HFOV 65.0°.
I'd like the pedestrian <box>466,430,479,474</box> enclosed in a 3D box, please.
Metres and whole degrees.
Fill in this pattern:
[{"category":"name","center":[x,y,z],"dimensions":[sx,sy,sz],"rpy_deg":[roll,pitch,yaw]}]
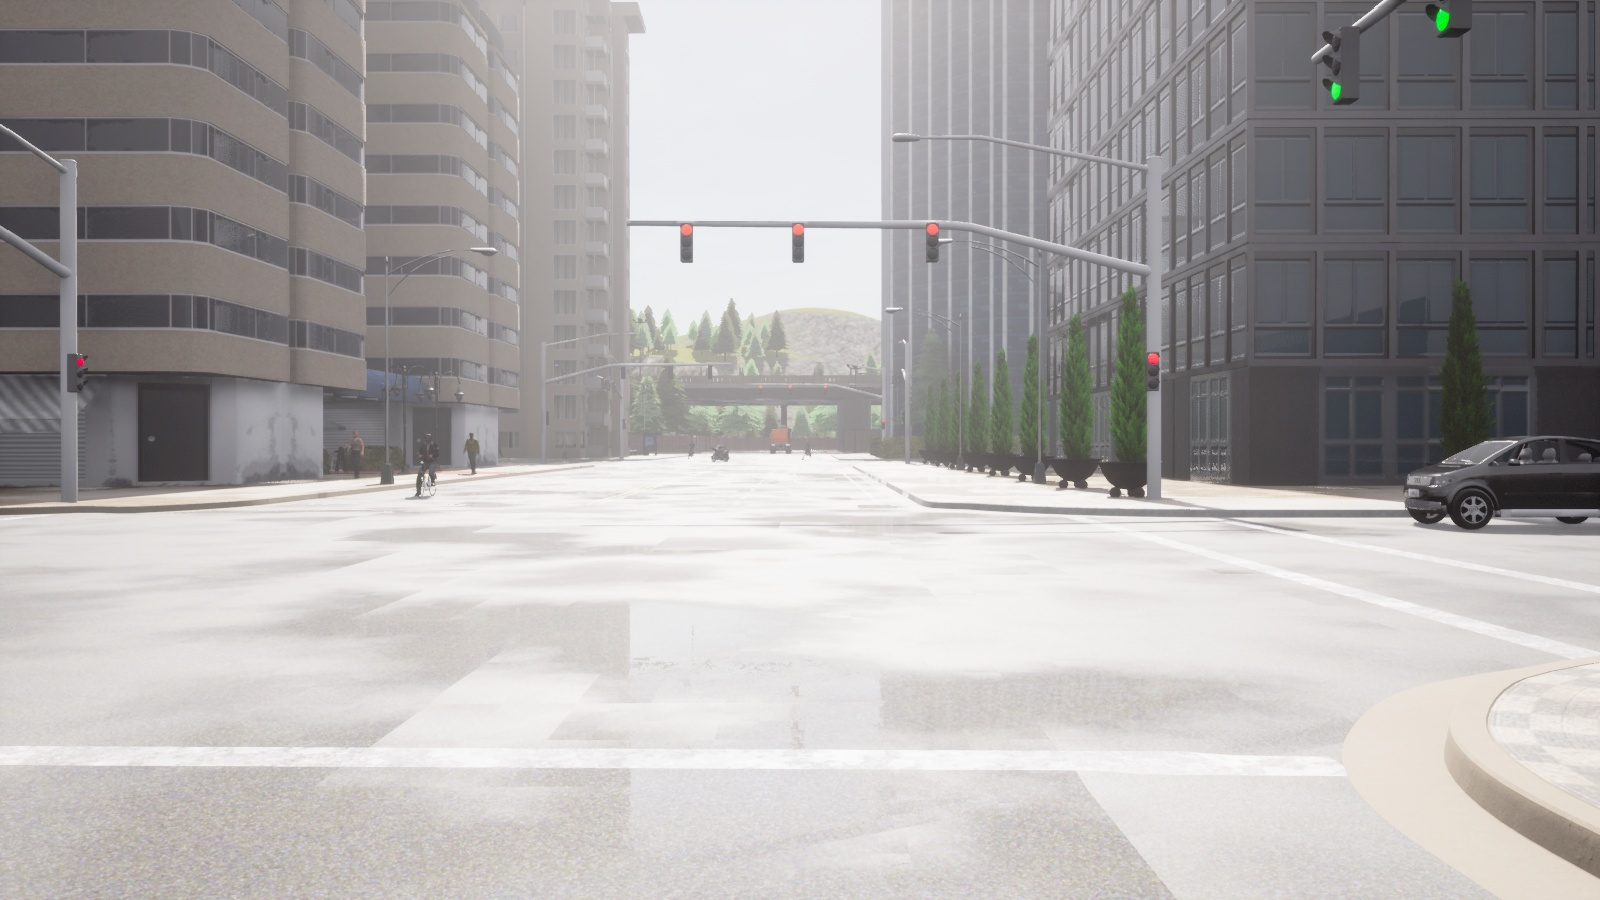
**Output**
[{"category":"pedestrian","center":[-13.743,0.089,52.672],"dimensions":[0.370,1.835,0.726],"rpy_deg":[0,0,-1]}]

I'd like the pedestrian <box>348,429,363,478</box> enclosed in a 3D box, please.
[{"category":"pedestrian","center":[-16.676,0.125,47.118],"dimensions":[0.345,1.836,0.594],"rpy_deg":[0,0,4]}]

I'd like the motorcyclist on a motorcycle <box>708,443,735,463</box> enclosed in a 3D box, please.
[{"category":"motorcyclist on a motorcycle","center":[-6.102,0.225,97.762],"dimensions":[0.866,1.530,2.191],"rpy_deg":[0,0,35]}]

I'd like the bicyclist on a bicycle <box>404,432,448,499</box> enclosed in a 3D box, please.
[{"category":"bicyclist on a bicycle","center":[-10.291,0.413,34.589],"dimensions":[0.659,1.776,1.843],"rpy_deg":[0,0,0]}]

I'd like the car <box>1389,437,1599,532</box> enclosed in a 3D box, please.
[{"category":"car","center":[12.269,0.559,21.319],"dimensions":[3.705,1.549,1.789],"rpy_deg":[0,0,1]}]
